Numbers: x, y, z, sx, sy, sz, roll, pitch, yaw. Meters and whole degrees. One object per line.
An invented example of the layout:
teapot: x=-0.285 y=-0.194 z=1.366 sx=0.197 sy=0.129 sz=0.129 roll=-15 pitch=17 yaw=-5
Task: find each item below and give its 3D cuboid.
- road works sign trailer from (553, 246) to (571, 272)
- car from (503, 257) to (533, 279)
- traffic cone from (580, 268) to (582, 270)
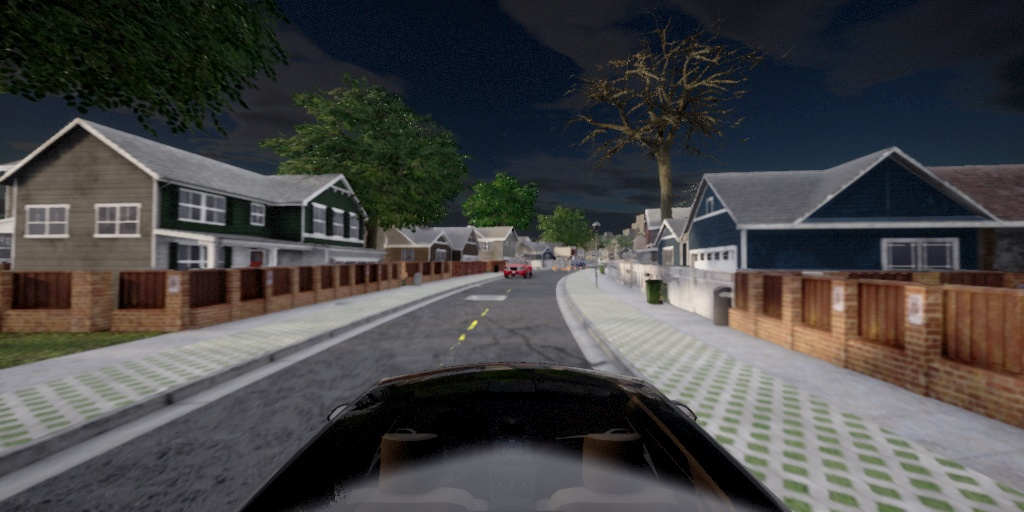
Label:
road works sign trailer: x=6.987 y=0.454 z=49.556 sx=2.380 sy=3.560 sz=2.880 roll=0 pitch=0 yaw=18
car: x=0.694 y=1.119 z=35.504 sx=2.150 sy=2.045 sz=5.566 roll=0 pitch=0 yaw=12
traffic cone: x=11.855 y=2.034 z=61.638 sx=0.340 sy=0.580 sz=0.340 roll=0 pitch=0 yaw=18
